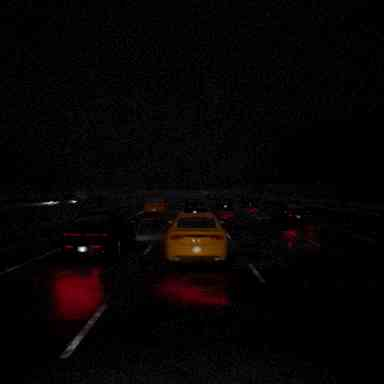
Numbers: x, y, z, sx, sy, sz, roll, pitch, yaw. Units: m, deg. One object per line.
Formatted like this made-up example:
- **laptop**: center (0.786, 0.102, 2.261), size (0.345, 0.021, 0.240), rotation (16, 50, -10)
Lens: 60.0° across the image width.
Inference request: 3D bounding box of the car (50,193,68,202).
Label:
- **car**: center (-24.246, 0.981, 60.699), size (2.128, 1.511, 4.902), rotation (0, 1, 1)

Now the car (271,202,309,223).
- **car**: center (7.077, 1.442, 24.234), size (1.812, 1.442, 4.674), rotation (0, 1, 2)

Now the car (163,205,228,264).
- **car**: center (0.147, 1.462, 11.838), size (1.882, 1.535, 5.008), rotation (0, 0, 0)

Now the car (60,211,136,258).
- **car**: center (-3.350, 1.487, 12.613), size (1.837, 1.490, 4.892), rotation (0, 0, 0)

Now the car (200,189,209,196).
- **car**: center (3.908, 0.207, 90.754), size (2.150, 2.045, 5.566), rotation (0, 1, 0)

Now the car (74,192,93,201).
- **car**: center (-20.719, 0.915, 63.851), size (1.882, 1.535, 5.008), rotation (0, 1, 0)

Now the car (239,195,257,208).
- **car**: center (7.279, 1.216, 43.621), size (1.837, 1.490, 4.892), rotation (0, 1, 0)

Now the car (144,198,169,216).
- **car**: center (-3.267, 1.330, 31.020), size (1.882, 1.535, 5.008), rotation (0, 1, 0)

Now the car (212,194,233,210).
- **car**: center (3.670, 1.272, 38.985), size (1.837, 1.490, 4.892), rotation (0, 1, 0)

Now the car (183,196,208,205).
- **car**: center (0.227, 1.371, 29.790), size (1.837, 1.490, 4.892), rotation (0, 1, 0)

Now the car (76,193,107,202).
- **car**: center (-13.880, 1.224, 46.263), size (2.033, 1.411, 5.357), rotation (0, 1, 1)

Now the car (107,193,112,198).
- **car**: center (-17.206, 0.920, 66.292), size (1.812, 1.442, 4.674), rotation (0, 1, 0)

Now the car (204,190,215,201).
- **car**: center (3.785, 0.948, 63.701), size (1.837, 1.490, 4.892), rotation (0, 1, 0)
